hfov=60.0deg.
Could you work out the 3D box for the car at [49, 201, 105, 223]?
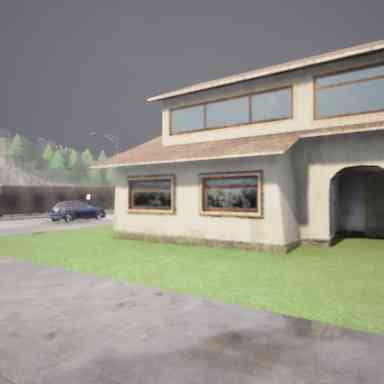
[{"bbox_3d":[-9.670,1.549,28.464,2.097,1.767,4.553,-1,0,35],"label":"car"}]
